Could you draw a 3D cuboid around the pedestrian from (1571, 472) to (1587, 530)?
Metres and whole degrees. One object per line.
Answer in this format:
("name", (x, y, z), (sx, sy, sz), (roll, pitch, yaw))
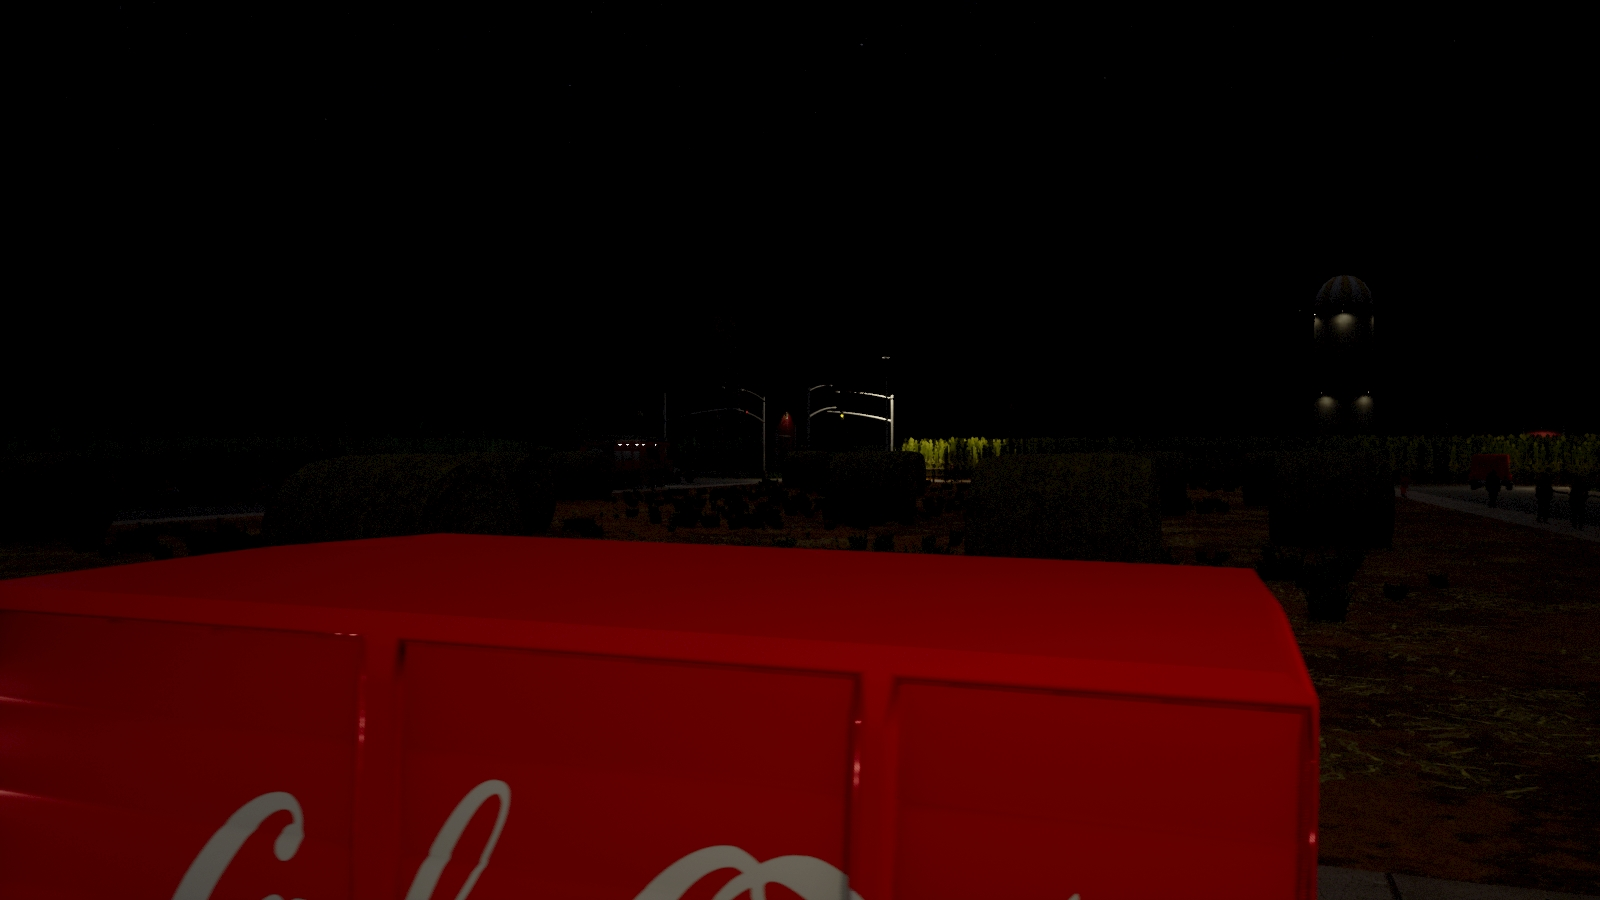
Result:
("pedestrian", (25.311, 1.665, 37.133), (0.375, 1.860, 0.375), (0, 0, 24))

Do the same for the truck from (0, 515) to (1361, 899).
("truck", (-1.207, 1.572, 3.738), (5.204, 2.467, 2.627), (0, 0, 20))

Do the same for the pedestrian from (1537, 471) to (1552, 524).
("pedestrian", (26.322, 1.665, 40.405), (0.375, 1.860, 0.375), (0, 0, 21))
